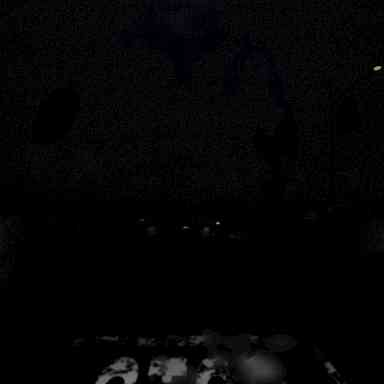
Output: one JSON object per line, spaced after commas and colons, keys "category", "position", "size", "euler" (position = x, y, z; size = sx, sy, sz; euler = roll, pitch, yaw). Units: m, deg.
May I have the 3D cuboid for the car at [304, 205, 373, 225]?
{"category": "car", "position": [10.466, 1.633, 23.905], "size": [4.674, 1.442, 1.812], "euler": [0, 1, 0]}

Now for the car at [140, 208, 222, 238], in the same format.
{"category": "car", "position": [-0.544, 1.532, 16.980], "size": [4.181, 1.385, 1.994], "euler": [0, 1, 0]}
